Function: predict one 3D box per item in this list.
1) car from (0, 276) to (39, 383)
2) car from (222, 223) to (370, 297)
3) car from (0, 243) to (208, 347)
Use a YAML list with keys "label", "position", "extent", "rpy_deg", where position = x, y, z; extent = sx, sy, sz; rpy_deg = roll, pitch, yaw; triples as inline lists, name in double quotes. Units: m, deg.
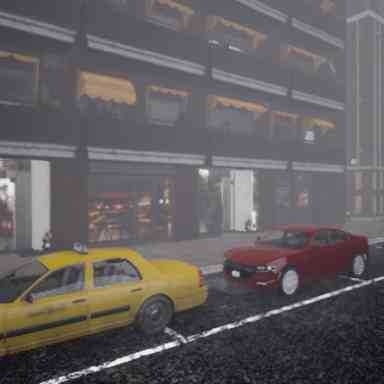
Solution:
- label: "car"
  position: [-3.486, 1.552, 0.892]
  extent: [5.357, 1.411, 2.033]
  rpy_deg: [0, 0, -36]
- label: "car"
  position: [2.784, 1.532, 8.550]
  extent: [4.507, 1.381, 1.887]
  rpy_deg: [0, 0, -36]
- label: "car"
  position: [-1.993, 1.523, 5.143]
  extent: [4.829, 1.417, 1.752]
  rpy_deg: [0, 0, -36]
